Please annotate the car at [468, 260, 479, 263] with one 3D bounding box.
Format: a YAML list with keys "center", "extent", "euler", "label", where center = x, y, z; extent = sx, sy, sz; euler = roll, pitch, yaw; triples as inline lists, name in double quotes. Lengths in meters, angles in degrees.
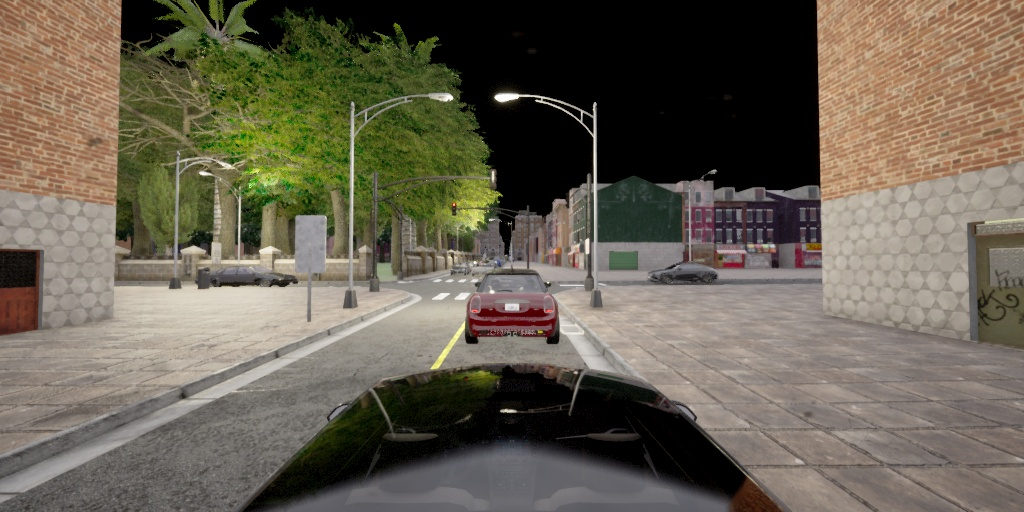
- center: [-2.972, 1.380, 36.853]
  extent: [1.895, 1.301, 4.718]
  euler: [0, 0, 2]
  label: "car"

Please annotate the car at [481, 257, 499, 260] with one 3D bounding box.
- center: [-3.073, 1.305, 48.810]
  extent: [1.837, 1.490, 4.892]
  euler: [0, 0, 0]
  label: "car"

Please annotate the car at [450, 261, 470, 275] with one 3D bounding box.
- center: [-5.553, 1.332, 38.509]
  extent: [2.007, 1.370, 4.403]
  euler: [0, 0, 0]
  label: "car"

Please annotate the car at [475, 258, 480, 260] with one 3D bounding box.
- center: [-5.588, 1.344, 45.645]
  extent: [2.007, 1.370, 4.403]
  euler: [0, 0, 0]
  label: "car"

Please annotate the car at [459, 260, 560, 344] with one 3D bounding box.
- center: [0.023, 1.105, 9.734]
  extent: [2.097, 1.767, 4.553]
  euler: [0, 0, 1]
  label: "car"

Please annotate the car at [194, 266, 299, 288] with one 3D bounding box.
- center: [-16.241, 1.287, 22.073]
  extent: [5.357, 1.411, 2.033]
  euler: [0, -1, 0]
  label: "car"

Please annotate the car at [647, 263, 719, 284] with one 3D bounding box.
- center: [11.972, 1.216, 25.211]
  extent: [4.674, 1.442, 1.812]
  euler: [-1, -1, 0]
  label: "car"
